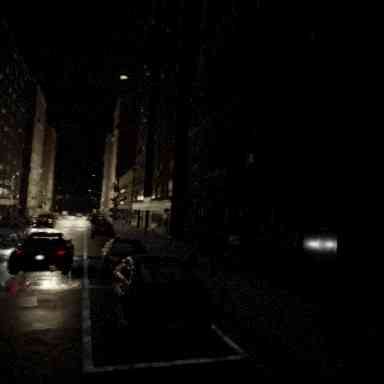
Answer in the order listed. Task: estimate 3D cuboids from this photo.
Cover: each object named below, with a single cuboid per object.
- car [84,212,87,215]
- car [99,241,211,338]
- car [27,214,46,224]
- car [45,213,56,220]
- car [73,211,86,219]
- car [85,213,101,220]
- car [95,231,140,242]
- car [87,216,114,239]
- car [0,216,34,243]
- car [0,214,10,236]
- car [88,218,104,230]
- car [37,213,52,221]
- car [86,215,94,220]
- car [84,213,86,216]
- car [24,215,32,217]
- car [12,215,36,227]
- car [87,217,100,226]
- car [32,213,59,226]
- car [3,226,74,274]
[{"bbox_3d":[-24.740,6.276,81.062,2.008,1.369,4.403,4,-4,-18],"label":"car"},{"bbox_3d":[-0.924,2.082,7.526,2.008,1.369,4.403,4,-4,-18],"label":"car"},{"bbox_3d":[-24.330,4.164,52.197,2.008,1.369,4.403,4,-4,-18],"label":"car"},{"bbox_3d":[-31.136,5.357,73.213,1.887,1.381,4.507,4,-4,-18],"label":"car"},{"bbox_3d":[-30.507,6.454,89.679,2.033,1.411,5.357,4,-4,-18],"label":"car"},{"bbox_3d":[-11.121,3.642,39.058,2.192,1.841,5.009,4,-4,-18],"label":"car"},{"bbox_3d":[-2.626,2.411,12.776,1.802,1.307,4.206,4,-4,-18],"label":"car"},{"bbox_3d":[-7.724,3.167,28.544,1.967,1.590,4.097,4,-4,-18],"label":"car"},{"bbox_3d":[-11.437,2.485,20.744,1.812,1.442,4.674,4,-4,-17],"label":"car"},{"bbox_3d":[-15.817,2.553,25.936,1.967,1.590,4.097,4,-4,-18],"label":"car"},{"bbox_3d":[-12.833,4.193,44.292,1.947,1.339,4.313,4,-4,-18],"label":"car"},{"bbox_3d":[-27.733,4.779,62.704,1.947,1.339,4.313,4,-4,-18],"label":"car"},{"bbox_3d":[-26.441,6.590,86.313,1.947,1.339,4.313,4,-4,-18],"label":"car"},{"bbox_3d":[-23.039,5.971,75.809,1.887,1.381,4.507,4,-4,-18],"label":"car"},{"bbox_3d":[-19.226,3.294,36.433,1.802,1.307,4.206,4,-4,-18],"label":"car"},{"bbox_3d":[-20.927,3.579,41.688,1.947,1.339,4.313,4,-4,-18],"label":"car"},{"bbox_3d":[-16.235,4.793,54.797,1.947,1.339,4.313,4,-4,-18],"label":"car"},{"bbox_3d":[-17.289,3.386,39.162,2.097,1.767,4.553,4,-4,-18],"label":"car"},{"bbox_3d":[-5.656,2.246,12.909,1.994,1.385,4.181,4,-4,-18],"label":"car"}]
